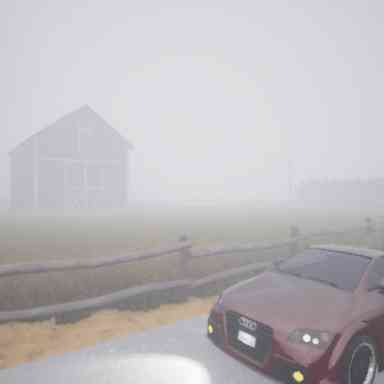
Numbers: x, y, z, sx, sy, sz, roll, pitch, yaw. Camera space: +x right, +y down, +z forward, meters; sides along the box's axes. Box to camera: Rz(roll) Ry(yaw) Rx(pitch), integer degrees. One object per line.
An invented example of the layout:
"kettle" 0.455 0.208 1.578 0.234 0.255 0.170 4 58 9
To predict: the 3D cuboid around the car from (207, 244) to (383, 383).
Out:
"car" 2.278 1.556 5.098 4.181 1.385 1.994 0 0 -35
